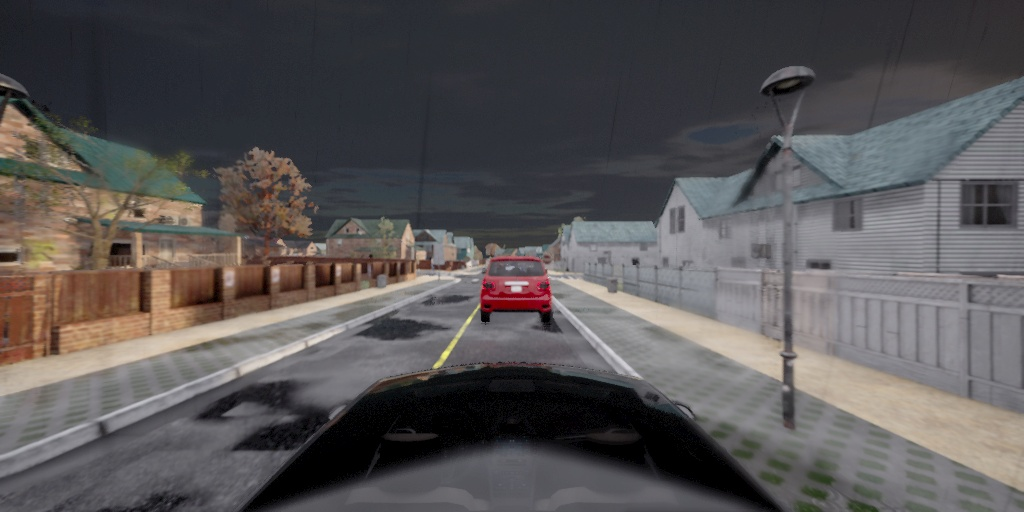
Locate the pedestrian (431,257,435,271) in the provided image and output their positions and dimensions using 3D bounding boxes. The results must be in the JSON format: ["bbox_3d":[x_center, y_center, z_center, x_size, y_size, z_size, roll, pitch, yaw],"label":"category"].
[{"bbox_3d":[-9.702,0.954,44.181,0.375,1.860,0.375,0,0,1],"label":"pedestrian"}]

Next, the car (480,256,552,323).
[{"bbox_3d":[0.099,1.051,12.623,2.150,2.045,5.566,0,-1,-1],"label":"car"}]
